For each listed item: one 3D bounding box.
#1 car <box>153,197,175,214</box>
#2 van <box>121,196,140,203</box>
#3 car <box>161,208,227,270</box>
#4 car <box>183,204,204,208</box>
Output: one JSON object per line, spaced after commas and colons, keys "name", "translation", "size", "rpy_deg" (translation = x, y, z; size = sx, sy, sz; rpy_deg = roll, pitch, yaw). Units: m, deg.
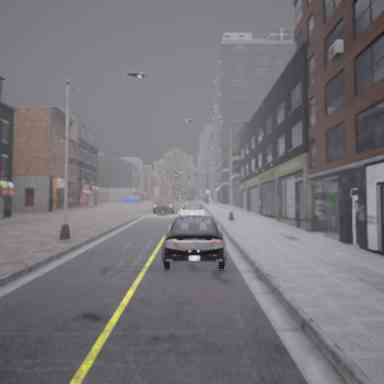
{"name": "car", "translation": [-2.904, 1.391, 35.093], "size": [2.097, 1.767, 4.553], "rpy_deg": [0, 0, 0]}
{"name": "van", "translation": [-13.050, 1.721, 70.978], "size": [3.998, 1.788, 1.690], "rpy_deg": [0, -3, 0]}
{"name": "car", "translation": [0.067, 1.529, 11.178], "size": [2.128, 1.511, 4.902], "rpy_deg": [0, 0, 0]}
{"name": "car", "translation": [0.044, 1.644, 27.372], "size": [1.895, 1.301, 4.718], "rpy_deg": [0, 0, 0]}
